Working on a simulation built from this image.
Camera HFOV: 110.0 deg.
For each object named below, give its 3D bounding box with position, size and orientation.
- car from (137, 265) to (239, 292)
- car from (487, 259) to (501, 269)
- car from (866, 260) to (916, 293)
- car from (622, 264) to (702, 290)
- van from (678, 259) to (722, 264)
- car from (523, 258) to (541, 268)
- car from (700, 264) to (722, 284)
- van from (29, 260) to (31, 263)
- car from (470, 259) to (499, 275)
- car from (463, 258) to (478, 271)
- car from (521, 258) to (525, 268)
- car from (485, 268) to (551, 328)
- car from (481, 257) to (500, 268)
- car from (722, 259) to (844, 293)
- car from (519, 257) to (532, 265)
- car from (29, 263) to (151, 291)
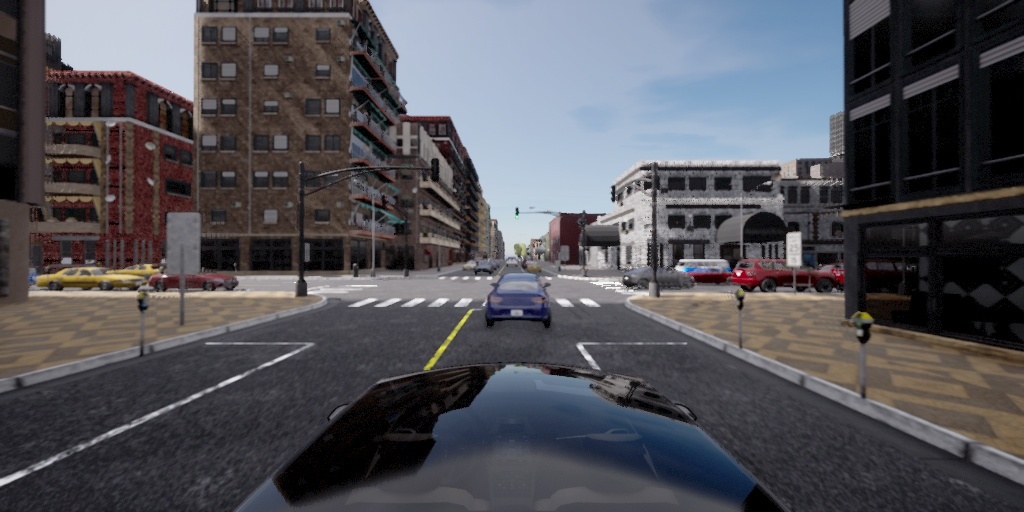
[{"bbox_3d":[-17.471,1.278,19.750,4.207,1.307,1.802,0,0,0],"label":"car"},{"bbox_3d":[-3.015,1.289,60.809,2.128,1.511,4.902,0,0,0],"label":"car"},{"bbox_3d":[20.440,1.122,19.849,5.009,1.841,2.192,0,0,0],"label":"car"},{"bbox_3d":[9.040,1.345,22.238,4.181,1.385,1.994,0,0,-6],"label":"car"},{"bbox_3d":[14.891,1.169,28.215,3.998,1.789,1.690,0,0,0],"label":"van"},{"bbox_3d":[2.682,1.302,43.904,1.751,1.417,4.829,0,0,0],"label":"car"},{"bbox_3d":[13.752,1.413,25.625,4.718,1.301,1.895,0,0,0],"label":"car"},{"bbox_3d":[-28.798,1.017,19.720,3.998,1.789,1.690,0,0,0],"label":"van"},{"bbox_3d":[-3.069,1.320,40.579,2.033,1.411,5.357,0,0,3],"label":"car"},{"bbox_3d":[-5.701,1.307,49.100,1.751,1.417,4.829,0,0,0],"label":"car"},{"bbox_3d":[2.679,1.371,54.812,1.802,1.307,4.207,0,0,0],"label":"car"},{"bbox_3d":[0.263,1.278,11.384,1.812,1.442,4.674,0,0,3],"label":"car"},{"bbox_3d":[-3.087,1.275,50.458,2.128,1.511,4.902,0,0,0],"label":"car"},{"bbox_3d":[14.916,1.103,19.835,5.009,1.841,2.192,0,0,0],"label":"car"},{"bbox_3d":[2.678,1.112,60.351,2.192,1.841,5.009,0,0,0],"label":"car"},{"bbox_3d":[-22.963,1.210,19.736,4.829,1.417,1.751,0,0,0],"label":"car"}]
